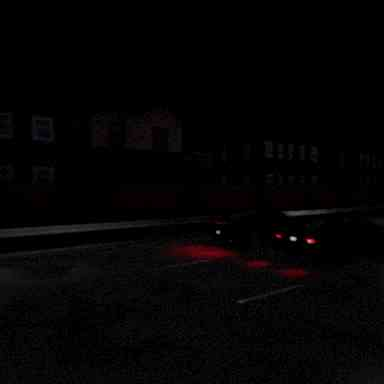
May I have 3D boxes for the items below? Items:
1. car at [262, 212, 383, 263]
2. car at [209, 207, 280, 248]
[{"bbox_3d":[5.170,1.480,11.731,5.357,1.411,2.033,0,0,-35],"label":"car"},{"bbox_3d":[3.039,1.411,14.514,5.008,1.535,1.882,0,0,-35],"label":"car"}]
